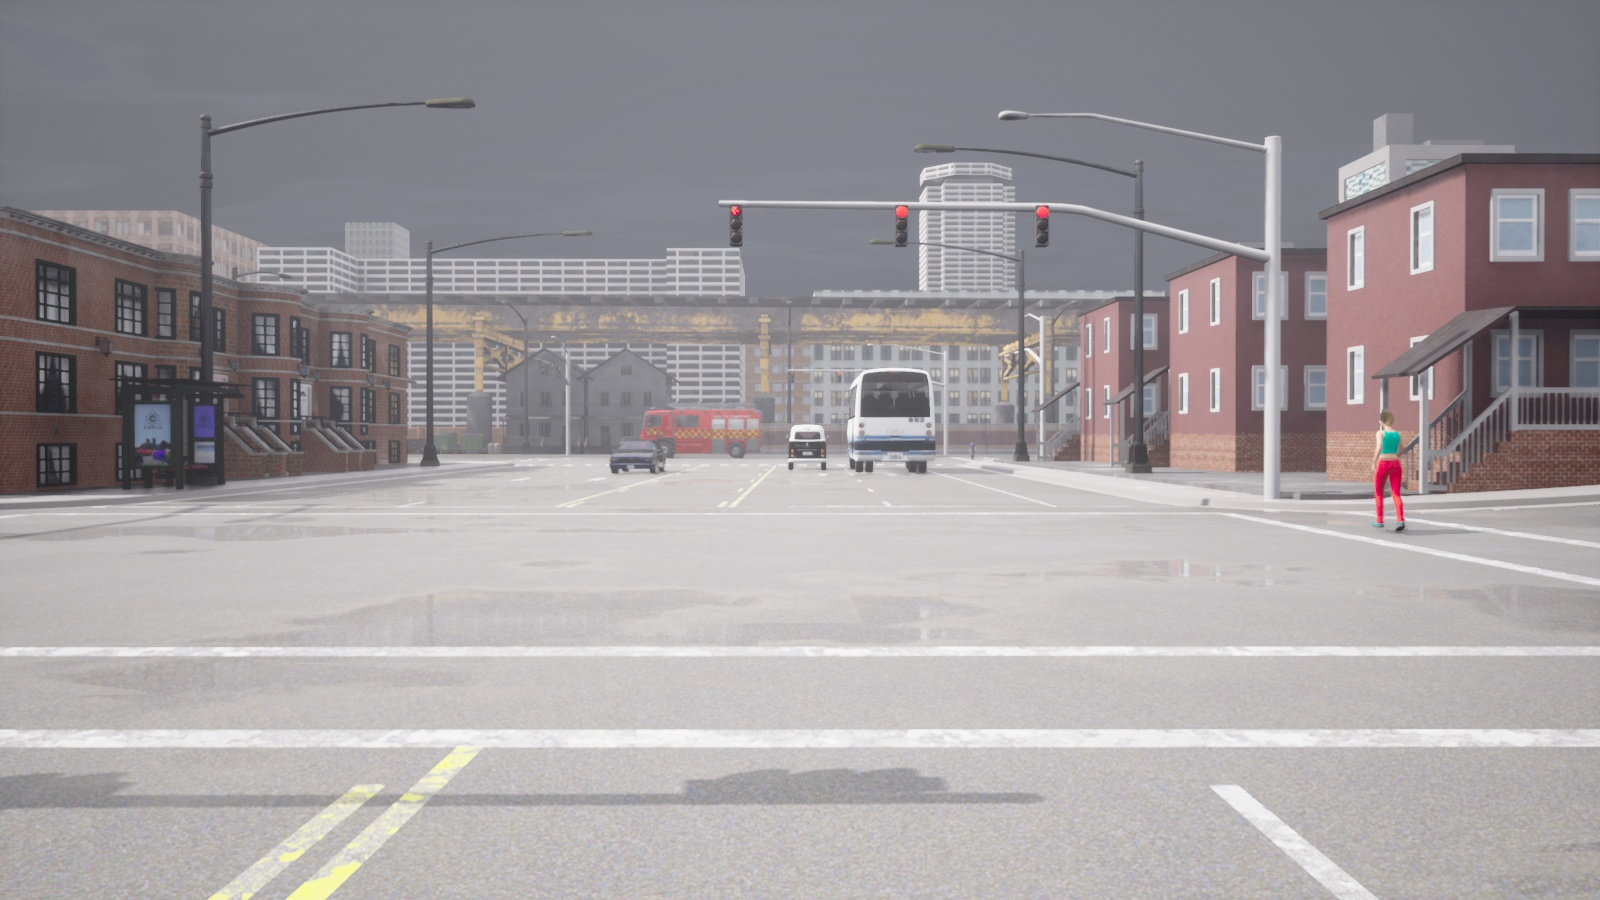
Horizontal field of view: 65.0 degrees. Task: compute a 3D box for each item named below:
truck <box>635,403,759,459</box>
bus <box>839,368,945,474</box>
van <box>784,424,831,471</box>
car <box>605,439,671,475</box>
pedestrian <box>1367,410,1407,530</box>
[{"bbox_3d":[-7.147,-1.347,87.899,8.468,3.827,2.891,0,1,0],"label":"truck"},{"bbox_3d":[3.836,-1.208,55.307,3.944,4.253,10.273,0,1,0],"label":"bus"},{"bbox_3d":[0.350,-0.136,57.671,2.069,2.038,4.480,0,1,0],"label":"van"},{"bbox_3d":[-6.683,0.240,52.228,2.033,1.411,5.357,0,1,0],"label":"car"},{"bbox_3d":[9.083,0.304,19.433,0.345,1.836,0.594,0,1,1],"label":"pedestrian"}]
